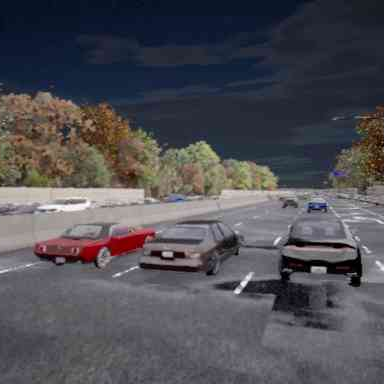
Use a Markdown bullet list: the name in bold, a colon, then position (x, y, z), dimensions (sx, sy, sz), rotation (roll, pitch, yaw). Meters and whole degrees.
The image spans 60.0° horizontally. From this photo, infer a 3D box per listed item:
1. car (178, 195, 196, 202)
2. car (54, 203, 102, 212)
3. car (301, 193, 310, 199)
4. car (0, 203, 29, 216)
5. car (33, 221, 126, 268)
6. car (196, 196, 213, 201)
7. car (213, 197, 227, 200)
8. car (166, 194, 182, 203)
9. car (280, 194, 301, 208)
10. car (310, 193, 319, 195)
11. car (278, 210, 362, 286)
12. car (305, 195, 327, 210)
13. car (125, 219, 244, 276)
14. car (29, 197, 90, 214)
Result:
- **car**: position (-0.466, 1.791, 68.431), dimensions (2.033, 1.411, 5.357), rotation (-1, 0, 21)
- **car**: position (-8.577, 1.820, 27.098), dimensions (1.895, 1.301, 4.718), rotation (-1, 0, 21)
- **car**: position (29.476, 1.454, 88.487), dimensions (2.128, 1.511, 4.902), rotation (-1, 0, 21)
- **car**: position (-14.690, 1.864, 30.706), dimensions (2.033, 1.411, 5.357), rotation (-1, 0, 21)
- **car**: position (-3.041, 1.686, 11.707), dimensions (1.895, 1.301, 4.718), rotation (-1, 0, 21)
- **car**: position (3.034, 1.646, 67.803), dimensions (1.837, 1.490, 4.892), rotation (-1, 0, 21)
- **car**: position (6.132, 1.665, 66.099), dimensions (1.812, 1.442, 4.674), rotation (-1, 0, 21)
- **car**: position (-3.542, 1.466, 70.212), dimensions (2.150, 2.045, 5.566), rotation (-1, 0, 21)
- **car**: position (14.144, 1.490, 47.586), dimensions (1.837, 1.490, 4.892), rotation (-1, 0, 21)
- **car**: position (26.474, 1.454, 70.506), dimensions (1.994, 1.385, 4.181), rotation (-1, 0, 21)
- **car**: position (3.608, 1.478, 9.516), dimensions (2.128, 1.511, 4.902), rotation (-1, 0, 21)
- **car**: position (13.854, 1.425, 36.844), dimensions (1.882, 1.535, 5.008), rotation (-1, 0, 21)
- **car**: position (0.274, 1.583, 10.585), dimensions (2.033, 1.411, 5.357), rotation (-1, 0, 21)
- **car**: position (-11.311, 1.490, 29.759), dimensions (2.150, 2.045, 5.566), rotation (-1, -1, 21)
